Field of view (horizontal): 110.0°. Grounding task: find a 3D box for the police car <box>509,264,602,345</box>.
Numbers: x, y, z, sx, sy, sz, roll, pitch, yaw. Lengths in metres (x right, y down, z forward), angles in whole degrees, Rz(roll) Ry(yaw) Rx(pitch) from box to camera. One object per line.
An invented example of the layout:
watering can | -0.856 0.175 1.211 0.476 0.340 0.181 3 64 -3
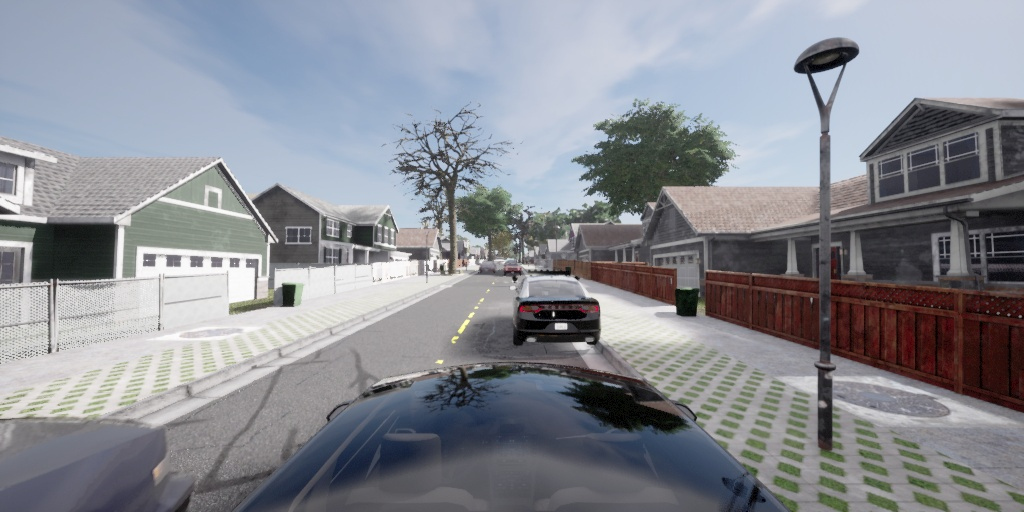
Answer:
police car | 0.965 1.178 9.624 1.930 1.638 5.238 0 0 0

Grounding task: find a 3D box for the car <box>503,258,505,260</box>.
car | 0.038 1.321 49.453 1.837 1.490 4.892 0 0 1

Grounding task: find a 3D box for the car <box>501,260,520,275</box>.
car | 0.084 1.377 38.706 1.895 1.301 4.718 0 0 0

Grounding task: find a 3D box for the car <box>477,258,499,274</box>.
car | -2.842 1.311 41.816 1.812 1.442 4.674 0 0 0
